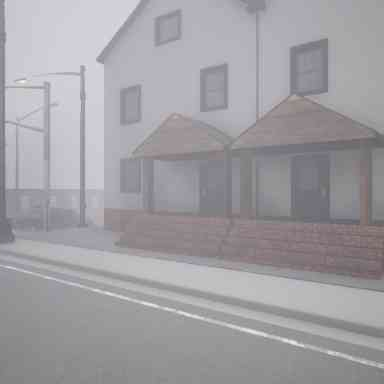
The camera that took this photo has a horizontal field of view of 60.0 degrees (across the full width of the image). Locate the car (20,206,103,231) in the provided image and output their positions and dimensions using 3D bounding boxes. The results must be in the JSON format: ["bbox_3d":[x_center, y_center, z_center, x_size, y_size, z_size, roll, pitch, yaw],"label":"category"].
[{"bbox_3d":[-10.643,2.389,27.605,2.150,2.045,5.566,0,-9,35],"label":"car"}]

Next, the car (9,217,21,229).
[{"bbox_3d":[-14.074,2.655,29.325,1.994,1.385,4.181,0,-9,36],"label":"car"}]
